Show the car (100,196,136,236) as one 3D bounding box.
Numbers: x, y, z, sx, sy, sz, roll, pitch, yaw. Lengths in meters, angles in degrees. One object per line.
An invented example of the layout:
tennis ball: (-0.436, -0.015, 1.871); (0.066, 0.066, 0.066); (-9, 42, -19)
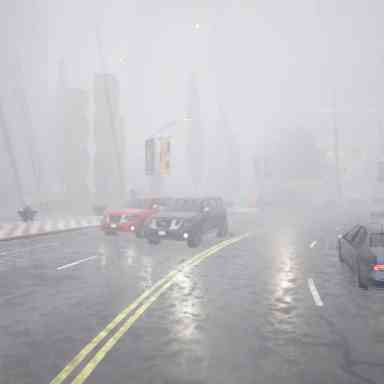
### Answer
car: (-2.501, 1.219, 18.059); (2.150, 2.045, 5.566); (0, 0, 25)

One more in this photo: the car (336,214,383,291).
car: (5.100, 1.547, 8.829); (2.033, 1.411, 5.357); (0, 0, 17)

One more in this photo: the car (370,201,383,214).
car: (18.263, 1.525, 30.652); (4.674, 1.442, 1.812); (0, 0, -32)

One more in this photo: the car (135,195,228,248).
car: (-0.027, 1.221, 15.301); (2.150, 2.045, 5.566); (0, 0, 24)
